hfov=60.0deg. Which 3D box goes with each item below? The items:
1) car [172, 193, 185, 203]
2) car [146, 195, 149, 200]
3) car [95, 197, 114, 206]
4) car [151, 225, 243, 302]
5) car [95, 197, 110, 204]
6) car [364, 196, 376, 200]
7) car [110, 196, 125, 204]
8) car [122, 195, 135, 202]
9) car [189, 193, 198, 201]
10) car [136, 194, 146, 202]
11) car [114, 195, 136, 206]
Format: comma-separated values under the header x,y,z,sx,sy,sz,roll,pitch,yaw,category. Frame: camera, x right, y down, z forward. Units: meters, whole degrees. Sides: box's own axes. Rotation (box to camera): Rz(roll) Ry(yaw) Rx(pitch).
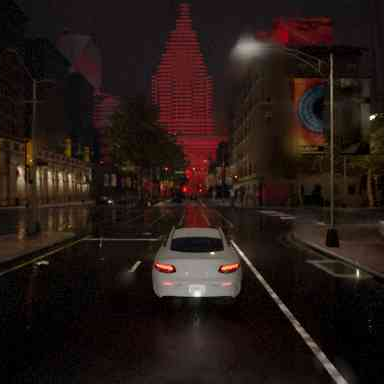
x,y,z,sx,sy,sz,roll,pitch,yaw,category
-3.085,1.562,70.503,1.994,1.385,4.181,0,0,0,car
-11.147,1.354,76.757,2.097,1.767,4.553,0,0,0,car
-14.823,1.546,56.789,2.033,1.411,5.357,0,0,0,car
0.114,1.526,8.122,1.812,1.442,4.674,0,0,1,car
-17.943,1.594,66.873,1.895,1.301,4.718,0,0,0,car
34.758,1.480,68.023,2.231,1.521,4.892,0,0,0,car
-14.711,1.504,66.328,1.837,1.490,4.892,0,0,1,car
-14.647,1.477,76.742,1.882,1.535,5.008,0,0,0,car
0.396,1.354,86.065,2.097,1.767,4.553,0,0,0,car
-11.214,1.546,66.537,2.033,1.411,5.357,0,0,1,car
-11.324,1.477,56.724,1.882,1.535,5.008,0,0,0,car
